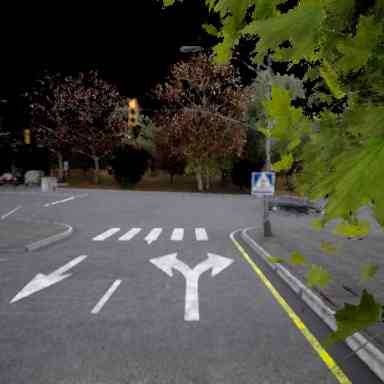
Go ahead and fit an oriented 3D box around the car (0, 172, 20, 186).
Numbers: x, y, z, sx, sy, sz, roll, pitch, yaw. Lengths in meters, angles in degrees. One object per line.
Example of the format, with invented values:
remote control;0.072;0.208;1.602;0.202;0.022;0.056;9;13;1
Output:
car;-23.263;-1.805;43.384;2.185;1.767;4.553;0;6;-13

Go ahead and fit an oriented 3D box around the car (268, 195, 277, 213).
car;8.195;1.009;27.537;4.892;1.490;1.837;5;5;2

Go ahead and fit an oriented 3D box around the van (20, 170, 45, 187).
van;-20.293;-1.773;42.987;1.878;1.987;4.442;1;6;-14
